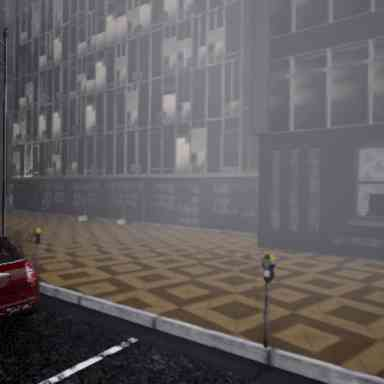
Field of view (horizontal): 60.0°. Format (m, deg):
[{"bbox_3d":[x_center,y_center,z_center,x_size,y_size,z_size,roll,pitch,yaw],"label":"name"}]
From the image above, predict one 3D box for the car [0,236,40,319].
[{"bbox_3d":[-4.703,1.453,6.211,4.097,1.590,1.967,0,1,36],"label":"car"}]
